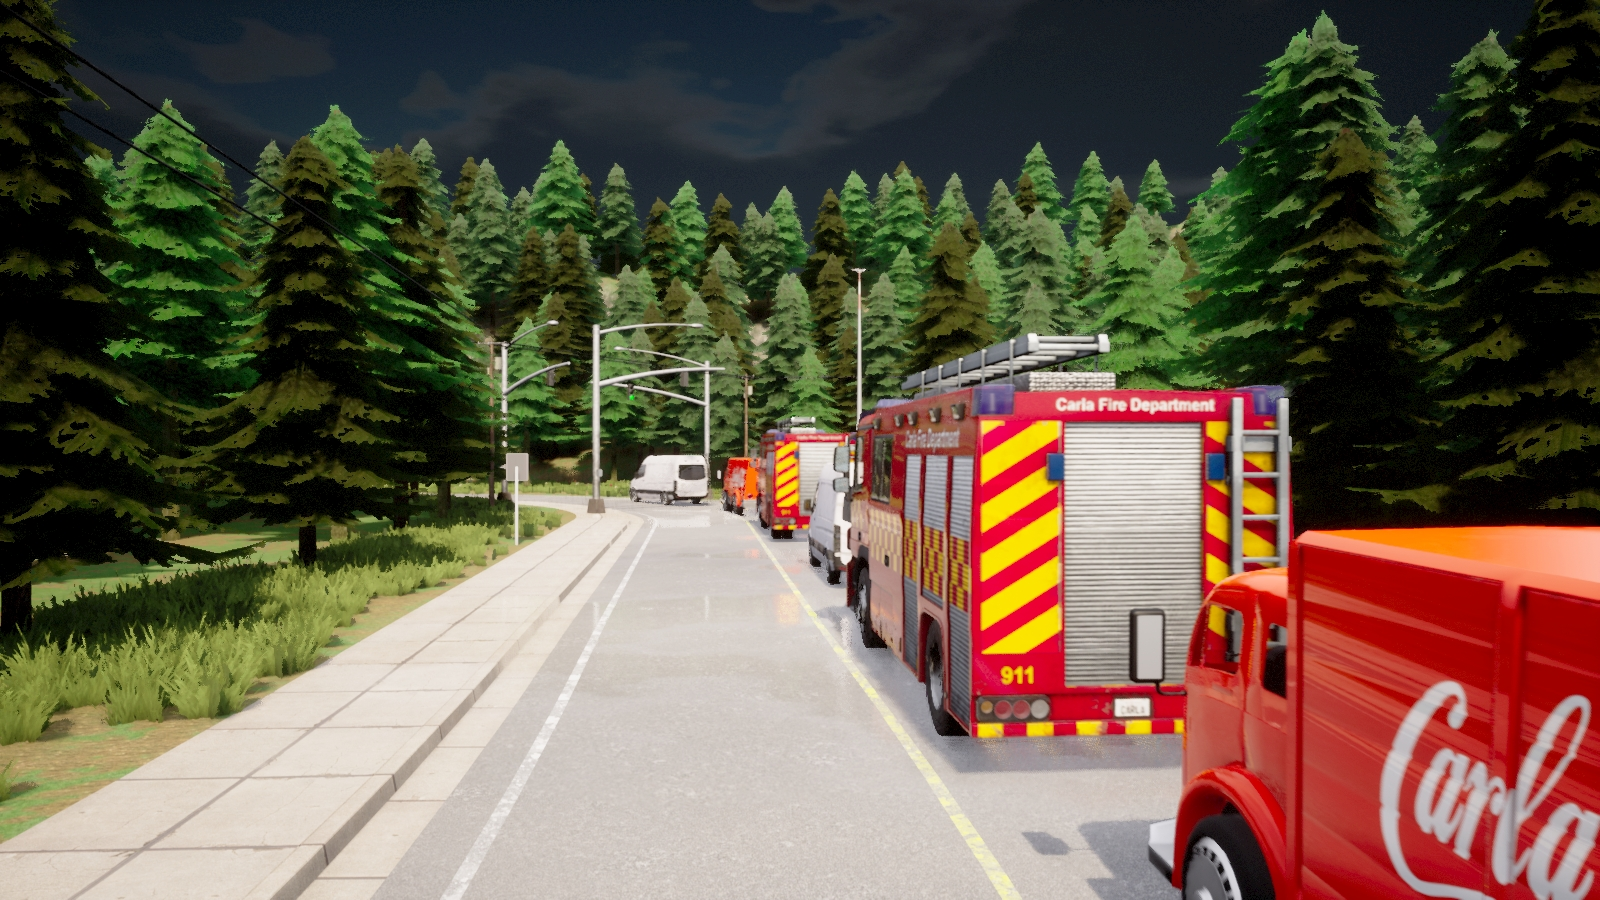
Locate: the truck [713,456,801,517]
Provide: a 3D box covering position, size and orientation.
[{"bbox_3d":[-1.988,1.546,50.768,2.627,2.467,5.204,0,0,-17],"label":"truck"}]

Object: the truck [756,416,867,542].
[{"bbox_3d":[0.184,0.865,39.044,2.891,3.827,8.468,0,0,-6],"label":"truck"}]

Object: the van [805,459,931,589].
[{"bbox_3d":[1.386,1.509,25.990,1.988,2.561,5.915,0,0,-5],"label":"van"}]

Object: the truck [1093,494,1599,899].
[{"bbox_3d":[3.259,1.544,4.421,2.627,2.467,5.204,0,1,-4],"label":"truck"}]

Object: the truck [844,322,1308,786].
[{"bbox_3d":[2.493,0.861,13.760,2.891,3.827,8.468,0,0,-5],"label":"truck"}]

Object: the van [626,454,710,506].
[{"bbox_3d":[-7.052,1.516,60.346,1.988,2.561,5.915,0,0,-33],"label":"van"}]
